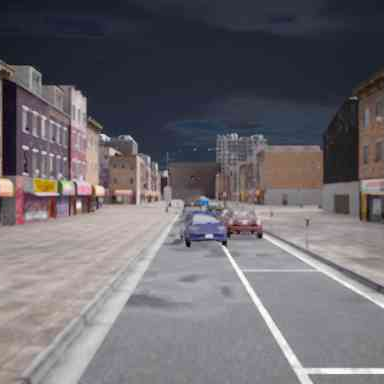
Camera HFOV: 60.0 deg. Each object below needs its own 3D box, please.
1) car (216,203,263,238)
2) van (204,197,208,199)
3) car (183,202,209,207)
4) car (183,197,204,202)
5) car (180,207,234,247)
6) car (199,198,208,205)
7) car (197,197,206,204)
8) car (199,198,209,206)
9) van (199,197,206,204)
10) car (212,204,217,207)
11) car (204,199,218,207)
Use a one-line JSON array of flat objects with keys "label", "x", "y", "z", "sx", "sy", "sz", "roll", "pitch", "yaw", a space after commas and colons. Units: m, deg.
[{"label": "car", "x": 2.633, "y": 1.600, "z": 18.480, "sx": 1.967, "sy": 1.590, "sz": 4.097, "roll": 0, "pitch": -1, "yaw": 0}, {"label": "van", "x": 2.622, "y": 2.012, "z": 68.199, "sx": 1.690, "sy": 1.788, "sz": 3.998, "roll": 0, "pitch": -1, "yaw": 0}, {"label": "car", "x": 0.069, "y": 1.782, "z": 26.761, "sx": 2.033, "sy": 1.411, "sz": 5.357, "roll": 0, "pitch": -1, "yaw": 1}, {"label": "car", "x": 0.064, "y": 1.594, "z": 40.683, "sx": 2.150, "sy": 2.045, "sz": 5.566, "roll": 0, "pitch": -1, "yaw": 1}, {"label": "car", "x": 0.481, "y": 1.663, "z": 15.804, "sx": 1.812, "sy": 1.442, "sz": 4.674, "roll": 0, "pitch": -1, "yaw": -5}, {"label": "car", "x": 2.620, "y": 2.234, "z": 79.148, "sx": 1.967, "sy": 1.590, "sz": 4.097, "roll": 0, "pitch": -1, "yaw": 0}, {"label": "car", "x": 2.616, "y": 2.234, "z": 90.098, "sx": 2.192, "sy": 1.841, "sz": 5.009, "roll": 0, "pitch": -1, "yaw": 0}, {"label": "car", "x": 2.621, "y": 2.172, "z": 73.673, "sx": 1.967, "sy": 1.590, "sz": 4.097, "roll": 0, "pitch": -1, "yaw": 0}, {"label": "van", "x": 2.619, "y": 2.197, "z": 84.625, "sx": 1.690, "sy": 1.788, "sz": 3.998, "roll": 0, "pitch": -1, "yaw": 0}, {"label": "car", "x": 2.632, "y": 1.792, "z": 24.159, "sx": 1.802, "sy": 1.307, "sz": 4.206, "roll": 0, "pitch": -1, "yaw": 0}, {"label": "car", "x": 2.628, "y": 1.929, "z": 41.196, "sx": 2.008, "sy": 1.369, "sz": 4.403, "roll": 0, "pitch": -1, "yaw": 0}]
